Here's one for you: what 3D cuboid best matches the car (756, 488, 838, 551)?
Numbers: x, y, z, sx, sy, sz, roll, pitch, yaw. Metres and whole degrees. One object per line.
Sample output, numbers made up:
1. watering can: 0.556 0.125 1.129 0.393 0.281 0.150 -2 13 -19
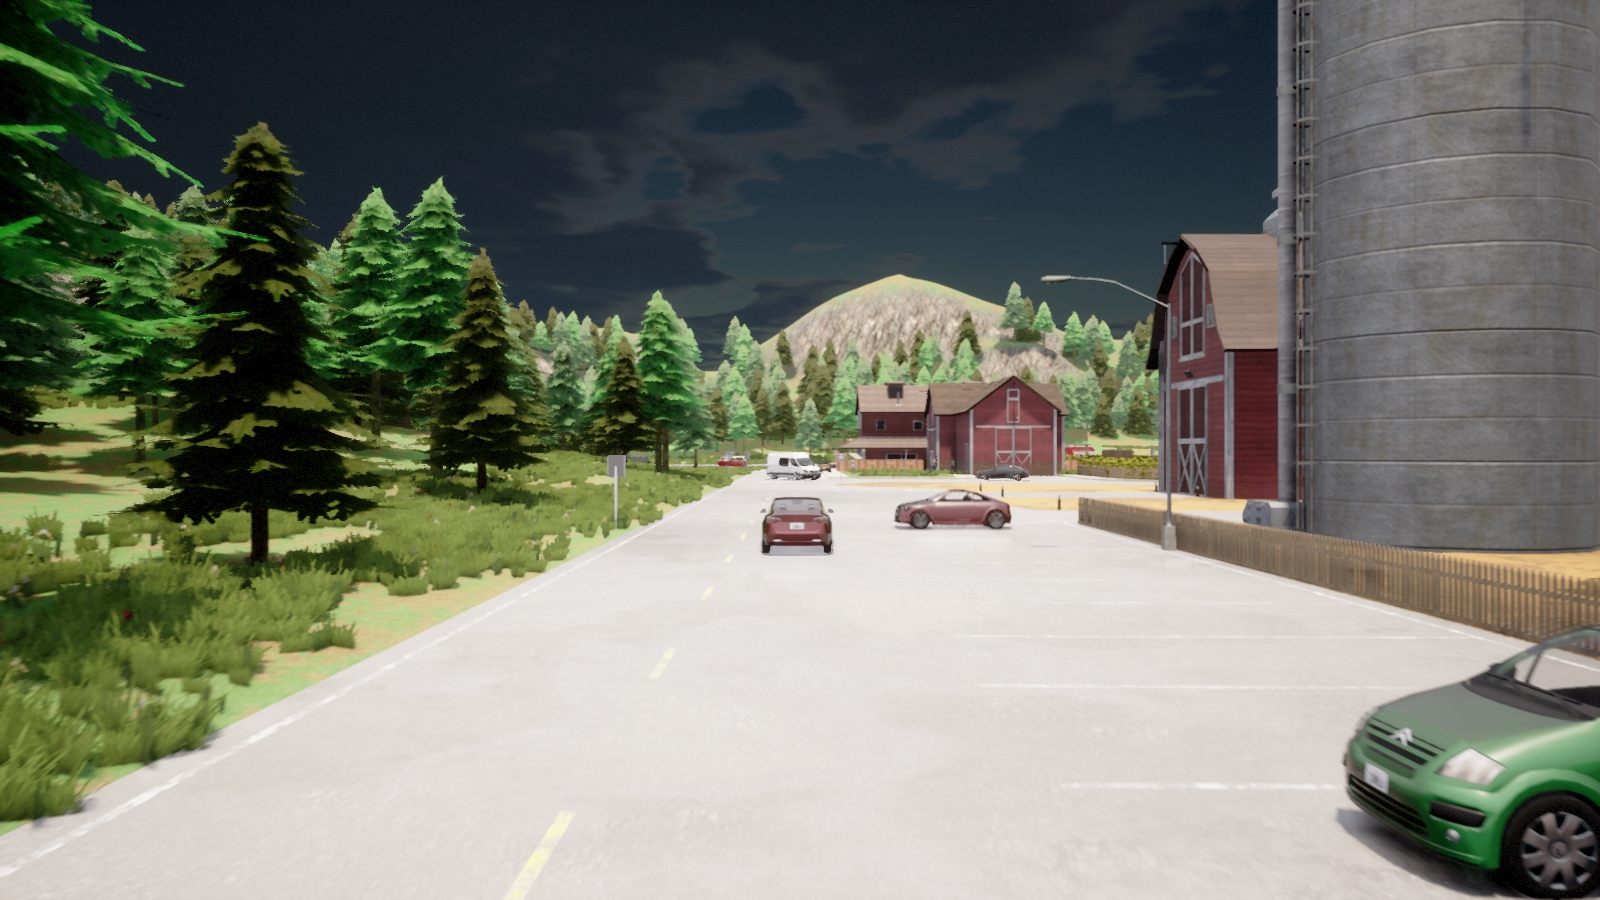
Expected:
1. car: -0.082 1.923 32.654 2.163 1.488 4.792 0 0 0
